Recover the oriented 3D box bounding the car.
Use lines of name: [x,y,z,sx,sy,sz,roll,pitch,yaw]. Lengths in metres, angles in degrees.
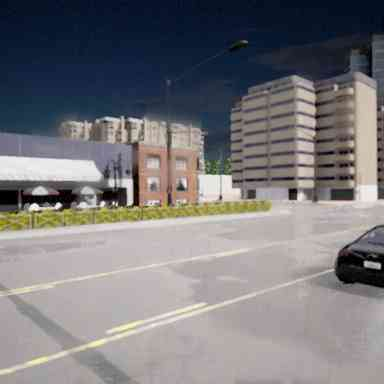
car: [5.329,1.468,8.186,4.181,1.385,1.994,-1,0,-38]
